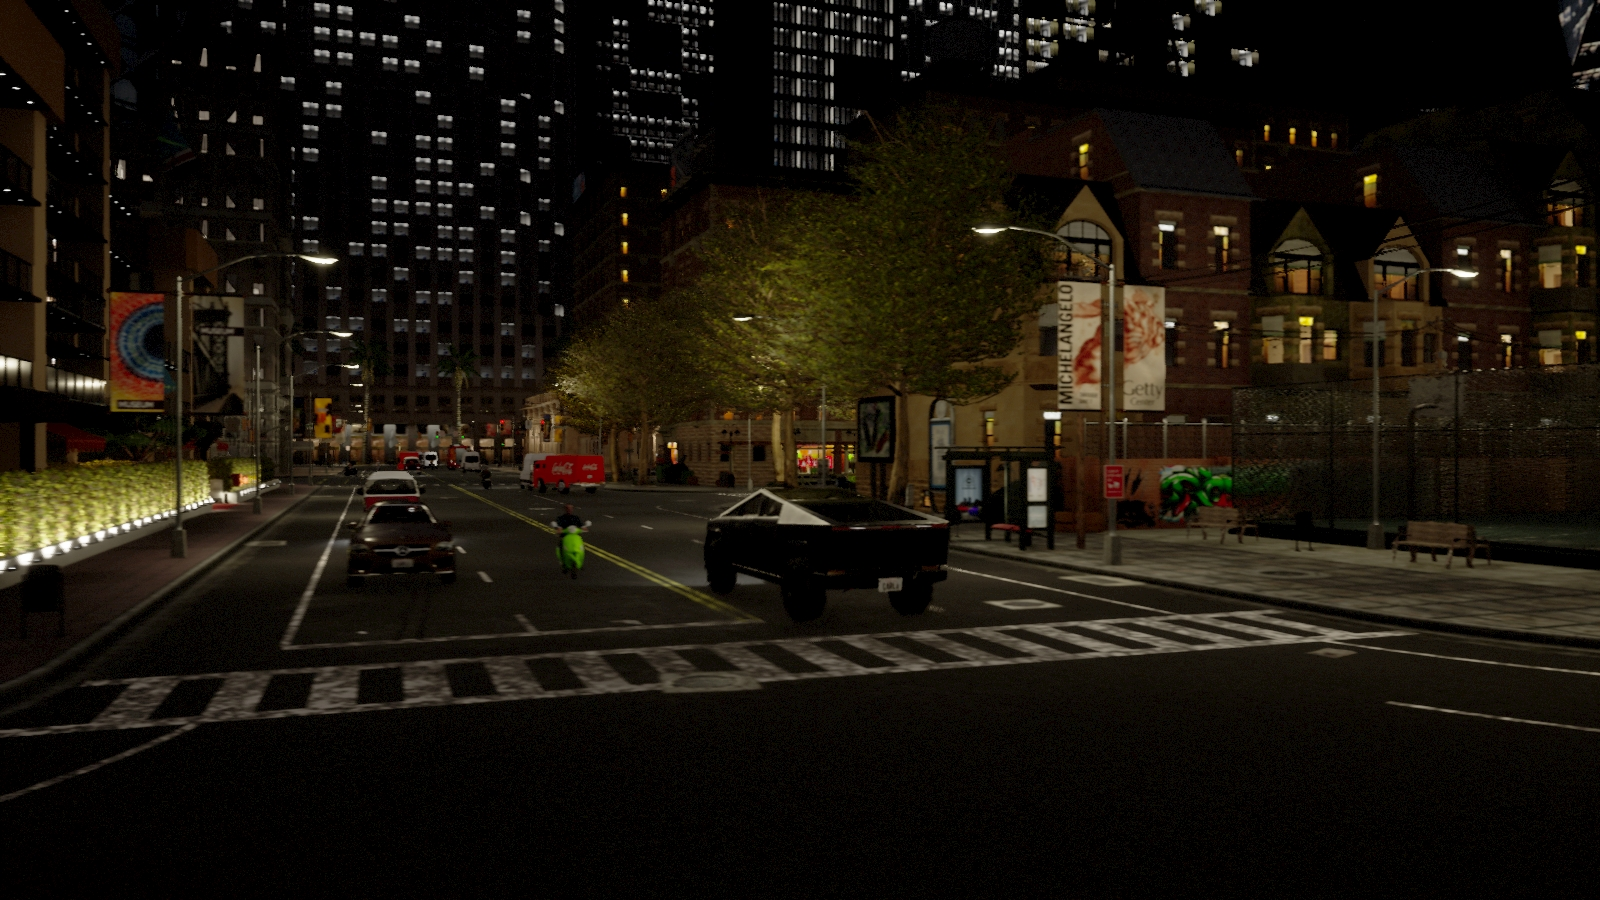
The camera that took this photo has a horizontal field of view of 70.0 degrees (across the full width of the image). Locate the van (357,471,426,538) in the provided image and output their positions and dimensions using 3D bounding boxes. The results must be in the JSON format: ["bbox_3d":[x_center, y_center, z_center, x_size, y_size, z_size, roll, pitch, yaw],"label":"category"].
[{"bbox_3d":[-13.932,1.782,38.885,2.069,2.038,4.480,0,0,-21],"label":"van"}]

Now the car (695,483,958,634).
[{"bbox_3d":[0.202,1.754,20.728,2.390,2.098,6.274,0,0,-23],"label":"car"}]

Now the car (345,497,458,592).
[{"bbox_3d":[-8.904,1.992,25.416,2.152,1.651,5.027,0,0,-21],"label":"car"}]
